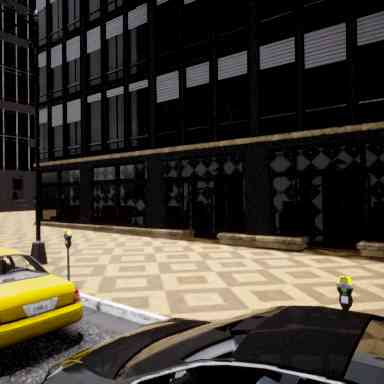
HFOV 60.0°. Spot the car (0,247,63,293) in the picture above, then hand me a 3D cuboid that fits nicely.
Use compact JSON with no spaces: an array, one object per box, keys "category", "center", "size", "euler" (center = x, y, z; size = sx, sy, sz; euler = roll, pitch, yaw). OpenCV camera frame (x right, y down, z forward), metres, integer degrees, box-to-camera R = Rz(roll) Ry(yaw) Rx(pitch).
[{"category":"car","center":[-3.932,1.527,5.859],"size":[4.829,1.417,1.752],"euler":[0,-1,35]}]

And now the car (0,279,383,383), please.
[{"category":"car","center":[0.703,1.566,2.345],"size":[4.313,1.339,1.947],"euler":[0,-1,35]}]
